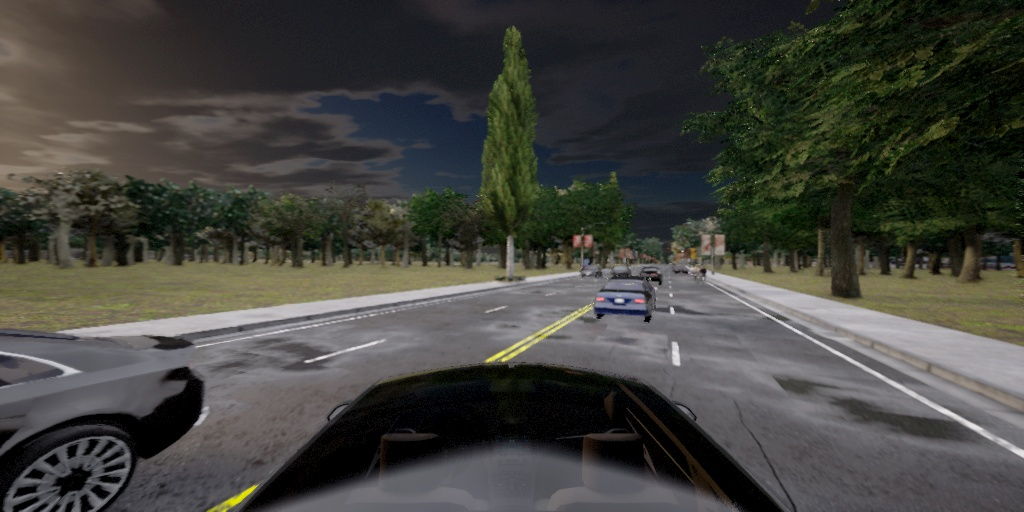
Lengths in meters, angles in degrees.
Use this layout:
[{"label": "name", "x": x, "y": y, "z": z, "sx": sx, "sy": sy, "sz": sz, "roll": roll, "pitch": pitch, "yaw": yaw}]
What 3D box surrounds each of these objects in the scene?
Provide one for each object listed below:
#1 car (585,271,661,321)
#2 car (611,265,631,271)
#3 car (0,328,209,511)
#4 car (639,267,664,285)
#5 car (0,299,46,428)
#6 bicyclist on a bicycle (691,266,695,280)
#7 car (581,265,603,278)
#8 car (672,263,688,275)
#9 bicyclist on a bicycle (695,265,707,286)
[{"label": "car", "x": 4.338, "y": 1.477, "z": 13.443, "sx": 2.033, "sy": 1.411, "sz": 5.357, "roll": 0, "pitch": -1, "yaw": 24}, {"label": "car", "x": 12.193, "y": 1.799, "z": 40.179, "sx": 1.882, "sy": 1.535, "sz": 5.008, "roll": 0, "pitch": -1, "yaw": 24}, {"label": "car", "x": -4.537, "y": 1.206, "z": 1.677, "sx": 2.128, "sy": 1.511, "sz": 4.902, "roll": 0, "pitch": -1, "yaw": 23}, {"label": "car", "x": 12.468, "y": 1.729, "z": 32.156, "sx": 1.837, "sy": 1.490, "sz": 4.892, "roll": 0, "pitch": -1, "yaw": 24}, {"label": "car", "x": -7.539, "y": 1.271, "z": 2.926, "sx": 1.994, "sy": 1.385, "sz": 4.181, "roll": 0, "pitch": -1, "yaw": 23}, {"label": "bicyclist on a bicycle", "x": 19.563, "y": 1.792, "z": 38.290, "sx": 0.866, "sy": 1.612, "sz": 1.509, "roll": 0, "pitch": -1, "yaw": 23}, {"label": "car", "x": 9.305, "y": 1.810, "z": 41.688, "sx": 2.128, "sy": 1.511, "sz": 4.902, "roll": 0, "pitch": -1, "yaw": 24}, {"label": "car", "x": 26.659, "y": 2.242, "z": 56.668, "sx": 1.895, "sy": 1.301, "sz": 4.718, "roll": 0, "pitch": -1, "yaw": 23}, {"label": "bicyclist on a bicycle", "x": 15.757, "y": 1.589, "z": 29.578, "sx": 0.659, "sy": 1.776, "sz": 1.843, "roll": 0, "pitch": -1, "yaw": 23}]
